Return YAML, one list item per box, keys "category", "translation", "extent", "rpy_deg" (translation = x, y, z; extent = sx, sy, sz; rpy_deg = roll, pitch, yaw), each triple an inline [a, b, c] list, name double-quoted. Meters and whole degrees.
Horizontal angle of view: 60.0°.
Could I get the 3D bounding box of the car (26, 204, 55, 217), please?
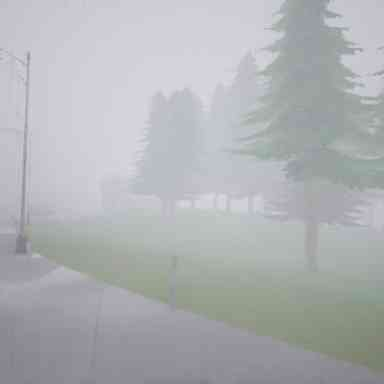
- category: "car"
  translation: [-20.754, 2.519, 45.836]
  extent: [2.097, 1.767, 4.553]
  rpy_deg: [3, -4, 6]
